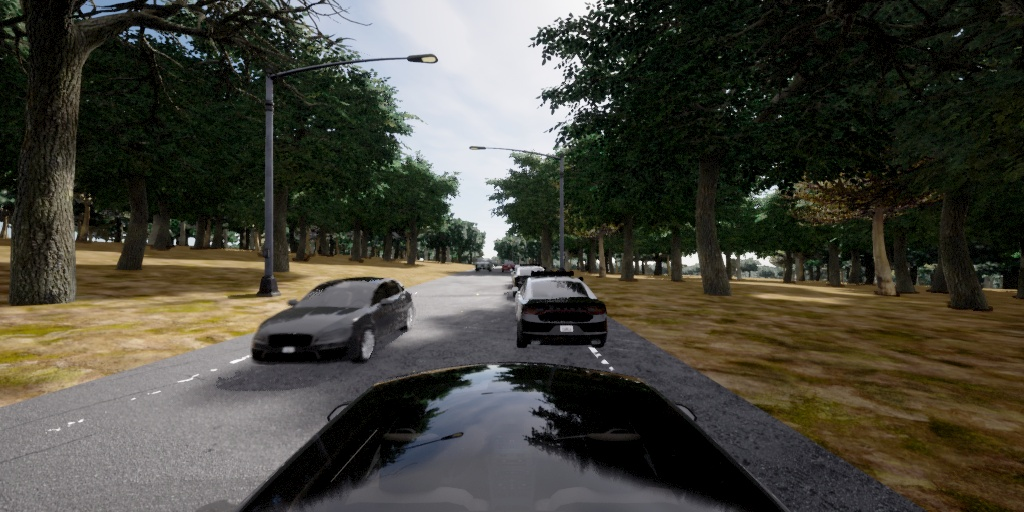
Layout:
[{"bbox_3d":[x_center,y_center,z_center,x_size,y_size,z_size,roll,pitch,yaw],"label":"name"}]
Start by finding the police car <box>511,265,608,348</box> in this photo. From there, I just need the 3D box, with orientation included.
[{"bbox_3d":[1.035,1.191,9.438,1.930,1.638,5.238,0,0,0],"label":"police car"}]

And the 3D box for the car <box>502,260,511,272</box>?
[{"bbox_3d":[-0.410,1.407,51.681,2.097,1.767,4.553,0,-1,-1],"label":"car"}]

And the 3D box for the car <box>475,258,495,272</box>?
[{"bbox_3d":[-4.072,1.272,51.386,2.150,2.045,5.566,0,-1,-1],"label":"car"}]

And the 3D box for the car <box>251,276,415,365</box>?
[{"bbox_3d":[-3.615,1.266,8.214,1.837,1.490,4.892,0,0,0],"label":"car"}]

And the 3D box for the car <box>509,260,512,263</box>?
[{"bbox_3d":[0.911,1.298,25.353,1.882,1.535,5.008,-2,0,-1],"label":"car"}]

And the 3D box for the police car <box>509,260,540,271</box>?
[{"bbox_3d":[0.970,1.221,19.451,1.930,1.638,5.238,-1,0,0],"label":"police car"}]
